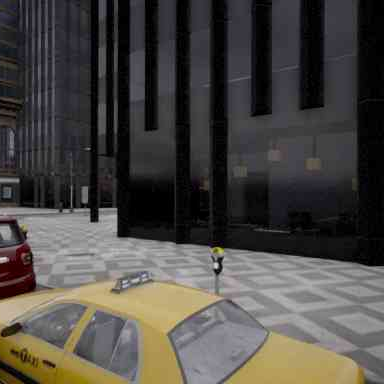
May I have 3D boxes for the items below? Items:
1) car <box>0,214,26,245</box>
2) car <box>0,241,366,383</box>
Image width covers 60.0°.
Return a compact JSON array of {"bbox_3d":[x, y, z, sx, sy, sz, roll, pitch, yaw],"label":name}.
[{"bbox_3d":[-5.108,1.315,6.557,5.009,1.841,2.192,0,0,35],"label":"car"},{"bbox_3d":[-0.813,1.525,3.530,4.829,1.417,1.752,0,0,35],"label":"car"}]
